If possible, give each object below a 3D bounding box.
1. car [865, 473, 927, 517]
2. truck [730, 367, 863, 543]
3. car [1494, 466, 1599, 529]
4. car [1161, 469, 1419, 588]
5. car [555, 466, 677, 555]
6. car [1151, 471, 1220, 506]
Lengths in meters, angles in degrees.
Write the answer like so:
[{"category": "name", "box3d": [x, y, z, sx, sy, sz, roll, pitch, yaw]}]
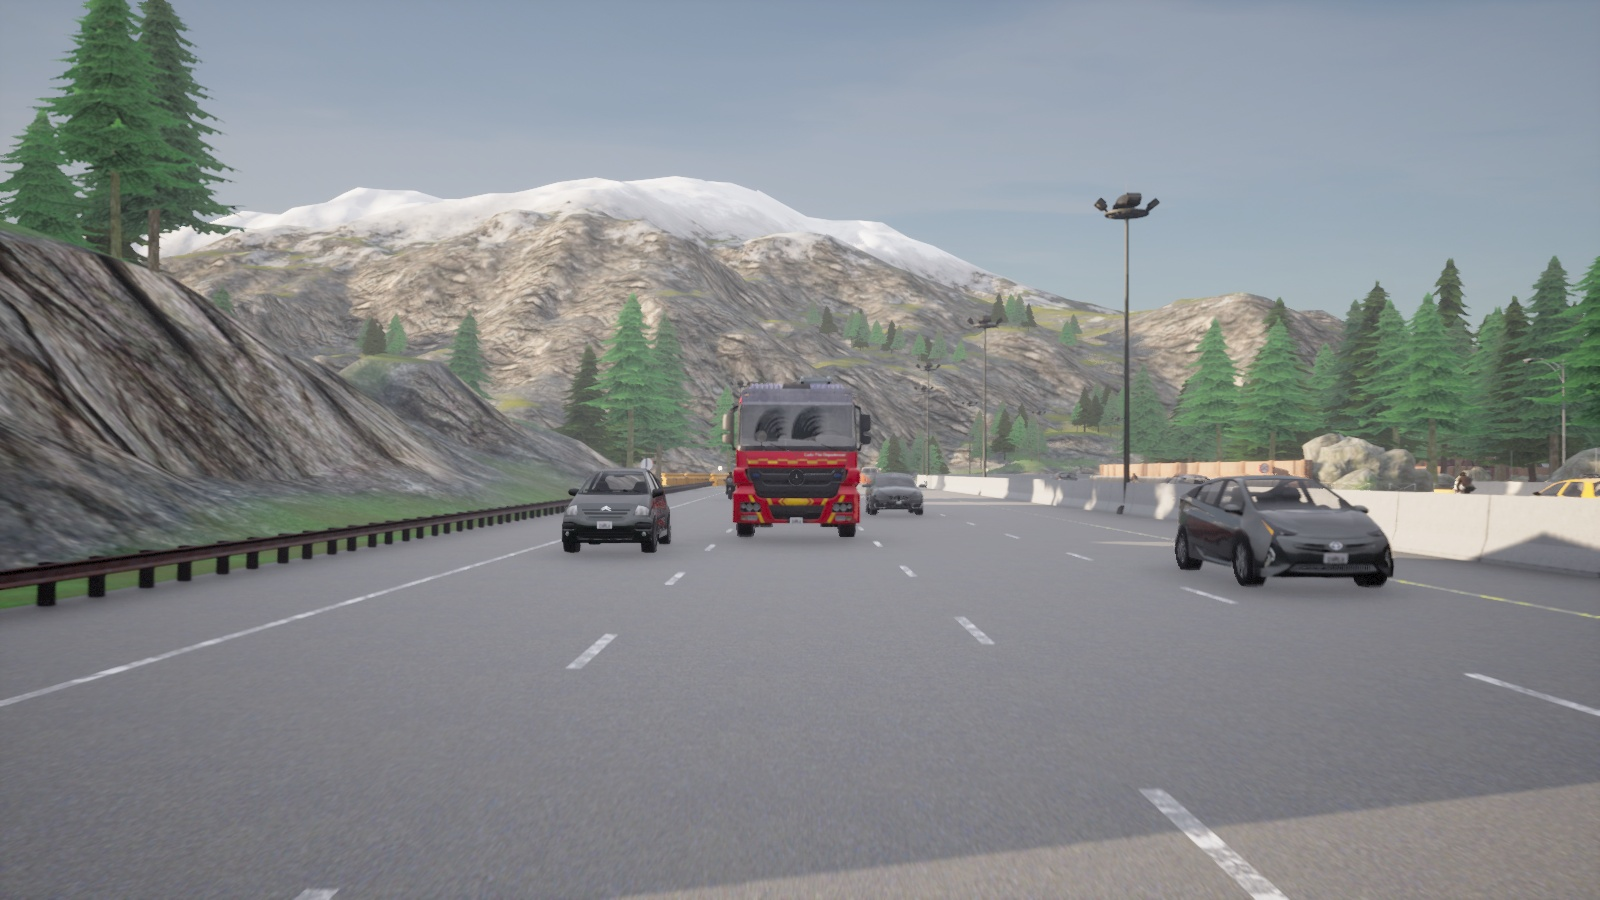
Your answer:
[{"category": "car", "box3d": [3.391, 1.563, 45.203, 1.837, 1.490, 4.892, 0, -1, 0]}, {"category": "truck", "box3d": [-0.082, 0.181, 31.723, 2.891, 3.827, 8.468, 0, -1, 0]}, {"category": "car", "box3d": [20.922, 1.231, 33.494, 1.801, 1.575, 5.366, 0, -1, 0]}, {"category": "car", "box3d": [6.955, 1.041, 18.432, 2.007, 1.525, 4.514, 0, -1, 0]}, {"category": "car", "box3d": [-3.562, 1.145, 24.940, 1.851, 1.617, 3.988, 0, -1, 0]}, {"category": "car", "box3d": [17.363, 1.708, 56.705, 1.816, 1.474, 4.193, 0, -1, 0]}]
